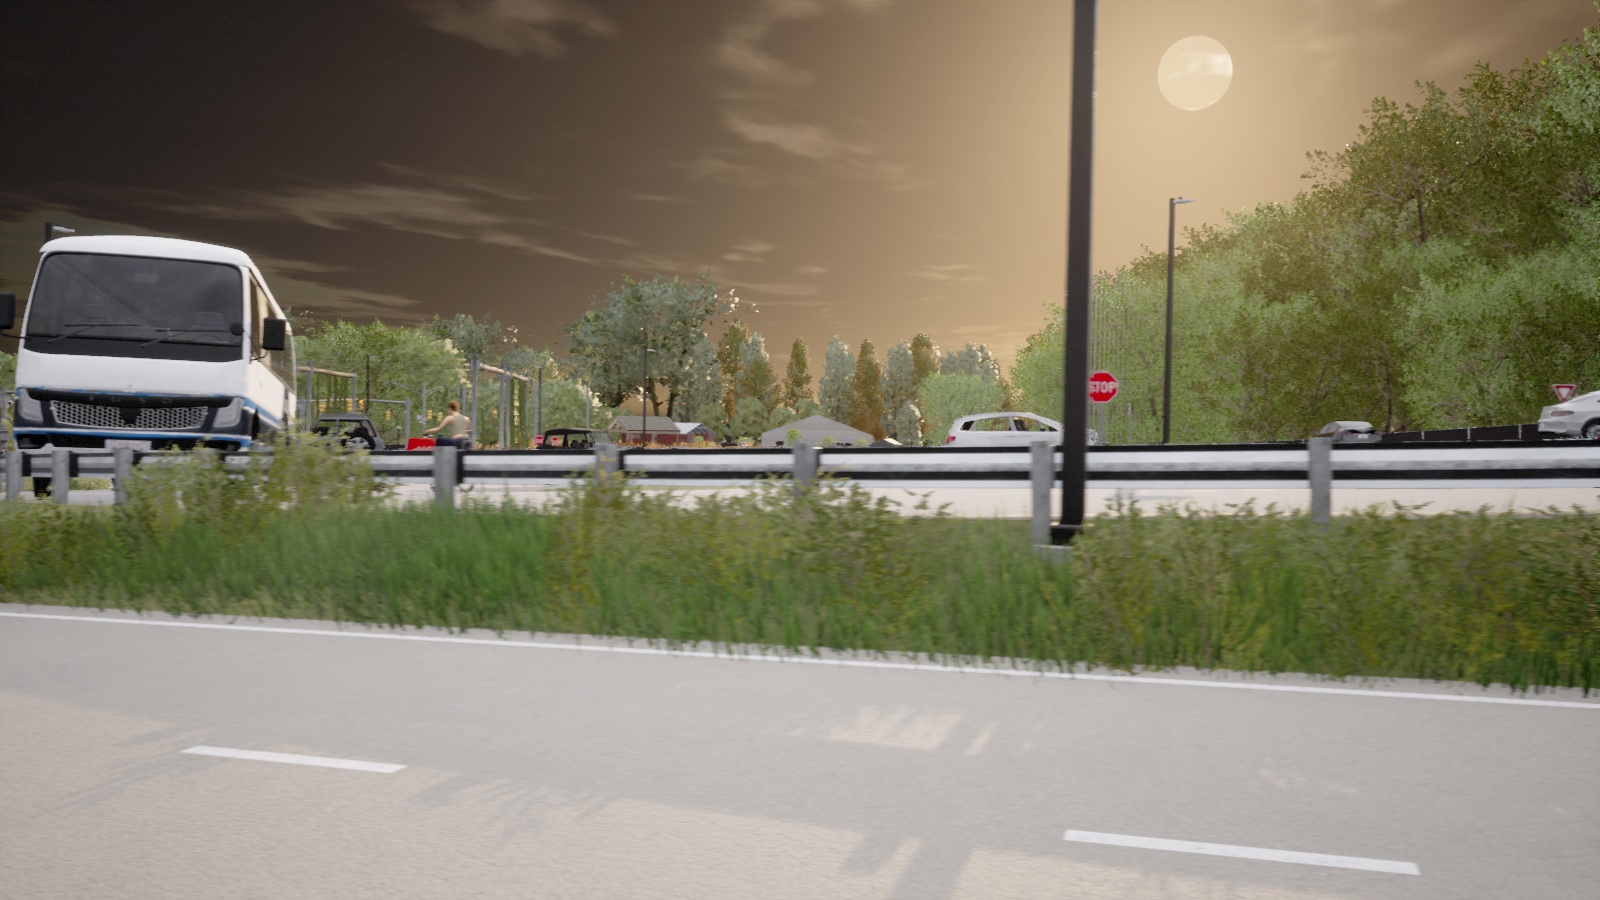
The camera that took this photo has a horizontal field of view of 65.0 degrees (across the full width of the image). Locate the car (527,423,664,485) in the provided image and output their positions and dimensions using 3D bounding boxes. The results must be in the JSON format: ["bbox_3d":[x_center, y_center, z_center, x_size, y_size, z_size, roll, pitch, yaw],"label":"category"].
[{"bbox_3d":[-6.582,0.126,40.575,3.866,1.878,1.905,-2,0,19],"label":"car"}]

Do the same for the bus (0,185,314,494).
[{"bbox_3d":[-11.454,-1.388,23.037,3.944,4.253,10.273,2,-3,-18],"label":"bus"}]

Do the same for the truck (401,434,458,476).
[{"bbox_3d":[-23.034,0.333,78.310,2.627,2.467,5.204,1,0,-9],"label":"truck"}]

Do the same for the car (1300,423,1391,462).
[{"bbox_3d":[23.089,-0.280,53.343,2.163,1.488,4.792,1,-1,6],"label":"car"}]

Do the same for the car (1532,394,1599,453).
[{"bbox_3d":[21.379,-0.717,31.705,4.674,1.442,1.812,-2,0,16],"label":"car"}]

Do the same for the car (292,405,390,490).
[{"bbox_3d":[-11.024,-0.011,29.996,1.932,1.855,4.605,1,-1,-23],"label":"car"}]

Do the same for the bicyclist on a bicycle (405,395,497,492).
[{"bbox_3d":[-6.052,-0.089,21.750,1.509,1.612,0.866,-2,-2,44],"label":"bicyclist on a bicycle"}]

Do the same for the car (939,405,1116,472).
[{"bbox_3d":[6.546,-0.317,35.961,4.611,1.667,2.242,-3,0,19],"label":"car"}]
